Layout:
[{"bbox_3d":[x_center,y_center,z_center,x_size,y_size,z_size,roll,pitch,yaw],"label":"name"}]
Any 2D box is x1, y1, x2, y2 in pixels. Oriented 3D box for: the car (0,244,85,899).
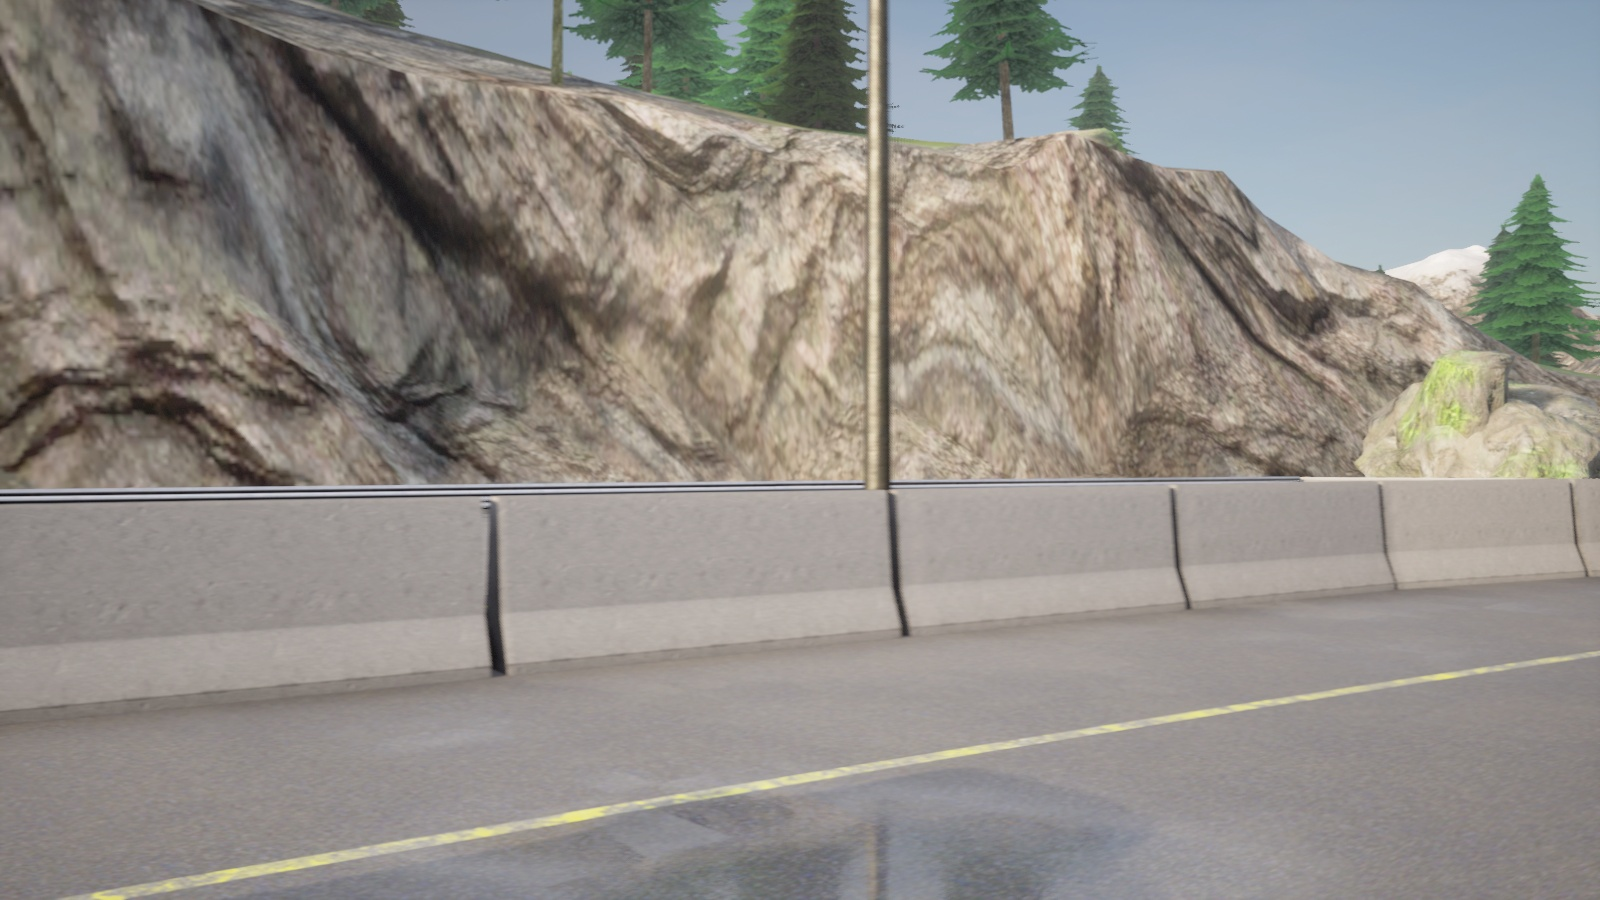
[{"bbox_3d":[-3.448,0.613,1.259,4.553,1.767,2.097,0,0,-36],"label":"car"}]
